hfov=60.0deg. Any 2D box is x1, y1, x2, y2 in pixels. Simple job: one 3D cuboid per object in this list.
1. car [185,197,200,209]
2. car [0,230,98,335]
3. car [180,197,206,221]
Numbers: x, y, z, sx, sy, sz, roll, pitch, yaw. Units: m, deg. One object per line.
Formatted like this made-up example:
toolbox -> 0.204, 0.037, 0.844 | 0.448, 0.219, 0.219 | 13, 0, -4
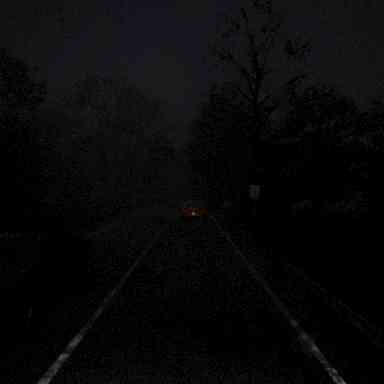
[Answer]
car -> 0.097, 1.369, 42.942 | 1.837, 1.490, 4.892 | 0, 0, 0
car -> -3.532, 1.545, 6.971 | 2.033, 1.411, 5.357 | 0, 0, 1
car -> 0.098, 1.415, 26.564 | 1.882, 1.535, 5.008 | 0, 0, 0
